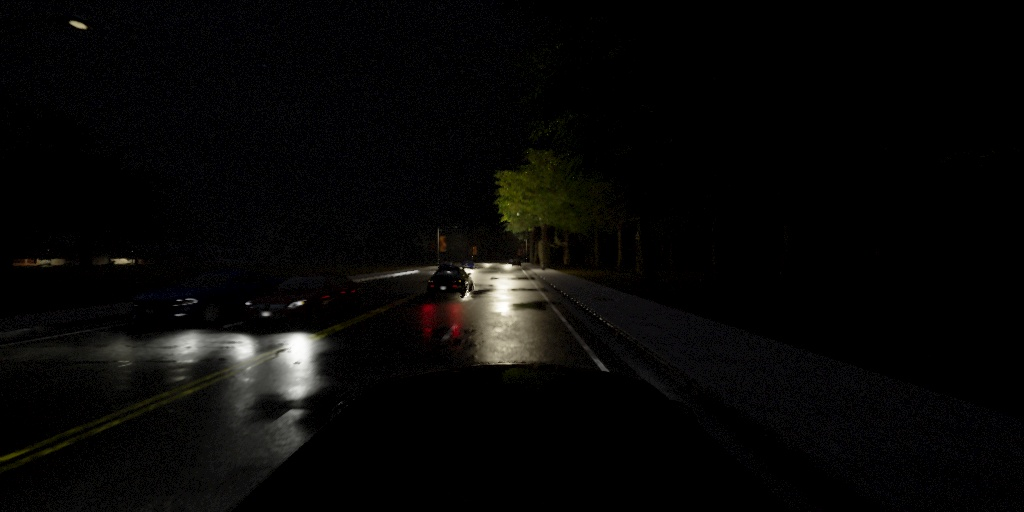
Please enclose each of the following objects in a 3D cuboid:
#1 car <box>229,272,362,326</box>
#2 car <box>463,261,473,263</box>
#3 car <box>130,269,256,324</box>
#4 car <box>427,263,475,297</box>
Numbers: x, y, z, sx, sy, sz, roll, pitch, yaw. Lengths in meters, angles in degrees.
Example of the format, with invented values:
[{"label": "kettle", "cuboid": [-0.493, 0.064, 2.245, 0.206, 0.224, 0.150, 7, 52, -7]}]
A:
[{"label": "car", "cuboid": [-6.589, 1.284, 11.923, 1.812, 1.442, 4.674, 0, 0, 0]}, {"label": "car", "cuboid": [-6.574, 1.403, 53.402, 1.812, 1.442, 4.674, 0, 0, 0]}, {"label": "car", "cuboid": [-9.852, 1.237, 12.253, 1.882, 1.535, 5.008, 0, 0, 0]}, {"label": "car", "cuboid": [-3.168, 1.296, 18.771, 1.812, 1.442, 4.674, 0, 0, 0]}]
